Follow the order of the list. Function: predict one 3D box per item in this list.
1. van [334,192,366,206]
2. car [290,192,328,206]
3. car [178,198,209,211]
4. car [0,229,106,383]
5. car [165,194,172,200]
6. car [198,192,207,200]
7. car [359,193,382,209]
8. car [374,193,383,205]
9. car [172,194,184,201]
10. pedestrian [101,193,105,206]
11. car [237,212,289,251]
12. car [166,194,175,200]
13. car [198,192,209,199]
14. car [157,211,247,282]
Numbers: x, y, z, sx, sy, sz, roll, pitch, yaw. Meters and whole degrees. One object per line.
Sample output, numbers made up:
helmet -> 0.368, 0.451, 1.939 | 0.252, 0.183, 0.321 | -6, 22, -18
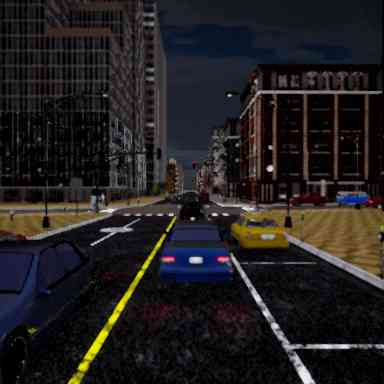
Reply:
van -> 20.919, 0.863, 43.779 | 3.998, 1.788, 1.690 | -1, 1, -1
car -> 15.263, 0.908, 43.713 | 5.009, 1.841, 2.192 | -1, 1, -1
car -> 0.057, 1.404, 23.396 | 1.837, 1.490, 4.892 | 0, 0, 0
car -> -2.854, 1.524, 5.345 | 2.033, 1.411, 5.357 | 0, 0, 0
car -> -5.408, 1.217, 79.332 | 2.008, 1.369, 4.403 | 0, 0, 0
car -> 2.472, 0.981, 79.340 | 2.192, 1.841, 5.009 | 0, 0, 0
car -> 21.039, 1.115, 35.904 | 4.507, 1.381, 1.887 | -1, 1, -1
car -> 26.576, 0.892, 43.847 | 4.097, 1.590, 1.967 | -1, 1, -1
car -> -2.837, 1.207, 75.588 | 2.128, 1.511, 4.902 | 0, 0, 0
pedestrian -> -12.402, 1.072, 46.327 | 0.375, 1.860, 0.375 | 0, 1, -1
car -> 2.550, 1.467, 13.509 | 1.752, 1.417, 4.829 | 0, 0, 0
car -> -5.415, 1.188, 84.925 | 1.887, 1.381, 4.507 | 0, 0, 0
car -> 2.485, 1.027, 68.154 | 2.192, 1.841, 5.009 | 0, 0, 0
car -> 0.084, 1.505, 9.669 | 2.033, 1.411, 5.357 | 0, 0, 0
